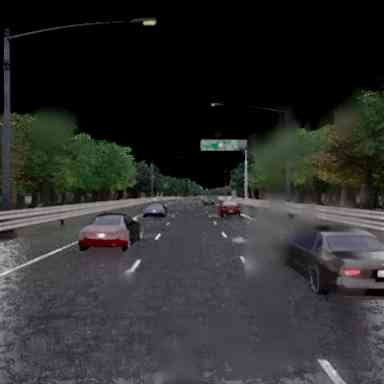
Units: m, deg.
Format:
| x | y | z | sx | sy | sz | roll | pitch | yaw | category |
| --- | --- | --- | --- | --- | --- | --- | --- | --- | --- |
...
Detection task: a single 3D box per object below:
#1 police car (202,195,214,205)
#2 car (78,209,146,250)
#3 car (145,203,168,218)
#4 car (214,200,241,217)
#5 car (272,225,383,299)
| x | y | z | sx | sy | sz | roll | pitch | yaw | category |
| --- | --- | --- | --- | --- | --- | --- | --- | --- | --- |
| 3.467 | 1.828 | 66.624 | 2.038 | 1.542 | 4.974 | 0 | 0 | 0 | police car |
| -3.406 | 1.616 | 14.521 | 1.994 | 1.385 | 4.181 | 0 | 0 | 0 | car |
| -3.415 | 1.690 | 31.935 | 1.994 | 1.385 | 4.181 | 0 | 0 | 0 | car |
| 3.585 | 1.608 | 32.806 | 1.882 | 1.535 | 5.008 | 0 | 0 | 0 | car |
| 3.596 | 1.578 | 8.703 | 2.033 | 1.411 | 5.357 | 0 | 0 | 0 | car |
